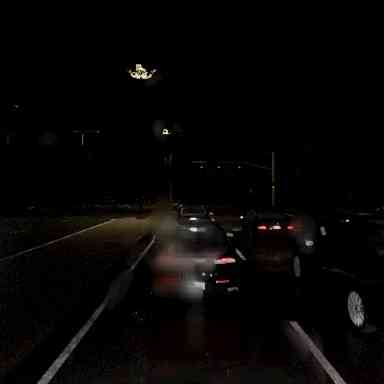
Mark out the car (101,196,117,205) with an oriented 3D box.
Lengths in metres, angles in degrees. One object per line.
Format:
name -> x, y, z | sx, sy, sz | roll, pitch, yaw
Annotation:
car -> -15.159, 1.477, 60.631 | 1.882, 1.535, 5.008 | 0, 0, 0

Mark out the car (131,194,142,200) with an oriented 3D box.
car -> -15.136, 1.348, 90.678 | 2.097, 1.767, 4.553 | 0, 0, 0

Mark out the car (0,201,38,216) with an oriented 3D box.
car -> -17.713, 1.547, 31.832 | 5.357, 1.411, 2.033 | 0, 0, -1

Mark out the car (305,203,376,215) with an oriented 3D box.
car -> 7.072, 1.506, 17.066 | 1.837, 1.490, 4.892 | 0, 0, 0

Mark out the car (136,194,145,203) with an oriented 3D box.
car -> -11.618, 1.500, 68.974 | 1.837, 1.490, 4.892 | 0, 0, 0

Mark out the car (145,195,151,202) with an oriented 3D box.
car -> -11.636, 1.524, 79.244 | 1.812, 1.442, 4.674 | 0, 0, 0

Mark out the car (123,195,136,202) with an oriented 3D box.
car -> -15.138, 1.525, 80.512 | 2.128, 1.511, 4.902 | 0, 0, 0

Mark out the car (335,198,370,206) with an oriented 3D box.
car -> 21.223, 1.547, 43.697 | 5.357, 1.411, 2.033 | 0, 0, 1

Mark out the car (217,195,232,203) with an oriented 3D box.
car -> 6.966, 1.352, 68.175 | 2.097, 1.767, 4.553 | 0, 0, 0

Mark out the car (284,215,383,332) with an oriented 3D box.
car -> 3.588, 1.478, 6.829 | 1.882, 1.535, 5.008 | 0, 0, 0

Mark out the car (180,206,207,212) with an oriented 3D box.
car -> 0.071, 1.506, 18.027 | 1.837, 1.490, 4.892 | 0, 0, 0

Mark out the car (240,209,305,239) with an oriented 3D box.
car -> 3.575, 1.548, 16.556 | 2.033, 1.411, 5.357 | 0, 0, 0

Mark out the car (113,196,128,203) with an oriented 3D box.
car -> -15.120, 1.540, 70.409 | 2.033, 1.411, 5.357 | 0, 0, 0

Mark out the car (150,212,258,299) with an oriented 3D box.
car -> 0.084, 1.492, 8.466 | 2.128, 1.511, 4.902 | 0, 0, 0

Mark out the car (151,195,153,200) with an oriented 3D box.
car -> -11.644, 1.524, 89.651 | 2.128, 1.511, 4.902 | 0, 0, 0

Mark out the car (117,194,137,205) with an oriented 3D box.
car -> -11.699, 1.564, 60.152 | 1.994, 1.385, 4.181 | 0, 0, 1

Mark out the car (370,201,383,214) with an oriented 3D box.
car -> 20.958, 1.505, 33.195 | 4.892, 1.490, 1.837 | 0, 0, 0
